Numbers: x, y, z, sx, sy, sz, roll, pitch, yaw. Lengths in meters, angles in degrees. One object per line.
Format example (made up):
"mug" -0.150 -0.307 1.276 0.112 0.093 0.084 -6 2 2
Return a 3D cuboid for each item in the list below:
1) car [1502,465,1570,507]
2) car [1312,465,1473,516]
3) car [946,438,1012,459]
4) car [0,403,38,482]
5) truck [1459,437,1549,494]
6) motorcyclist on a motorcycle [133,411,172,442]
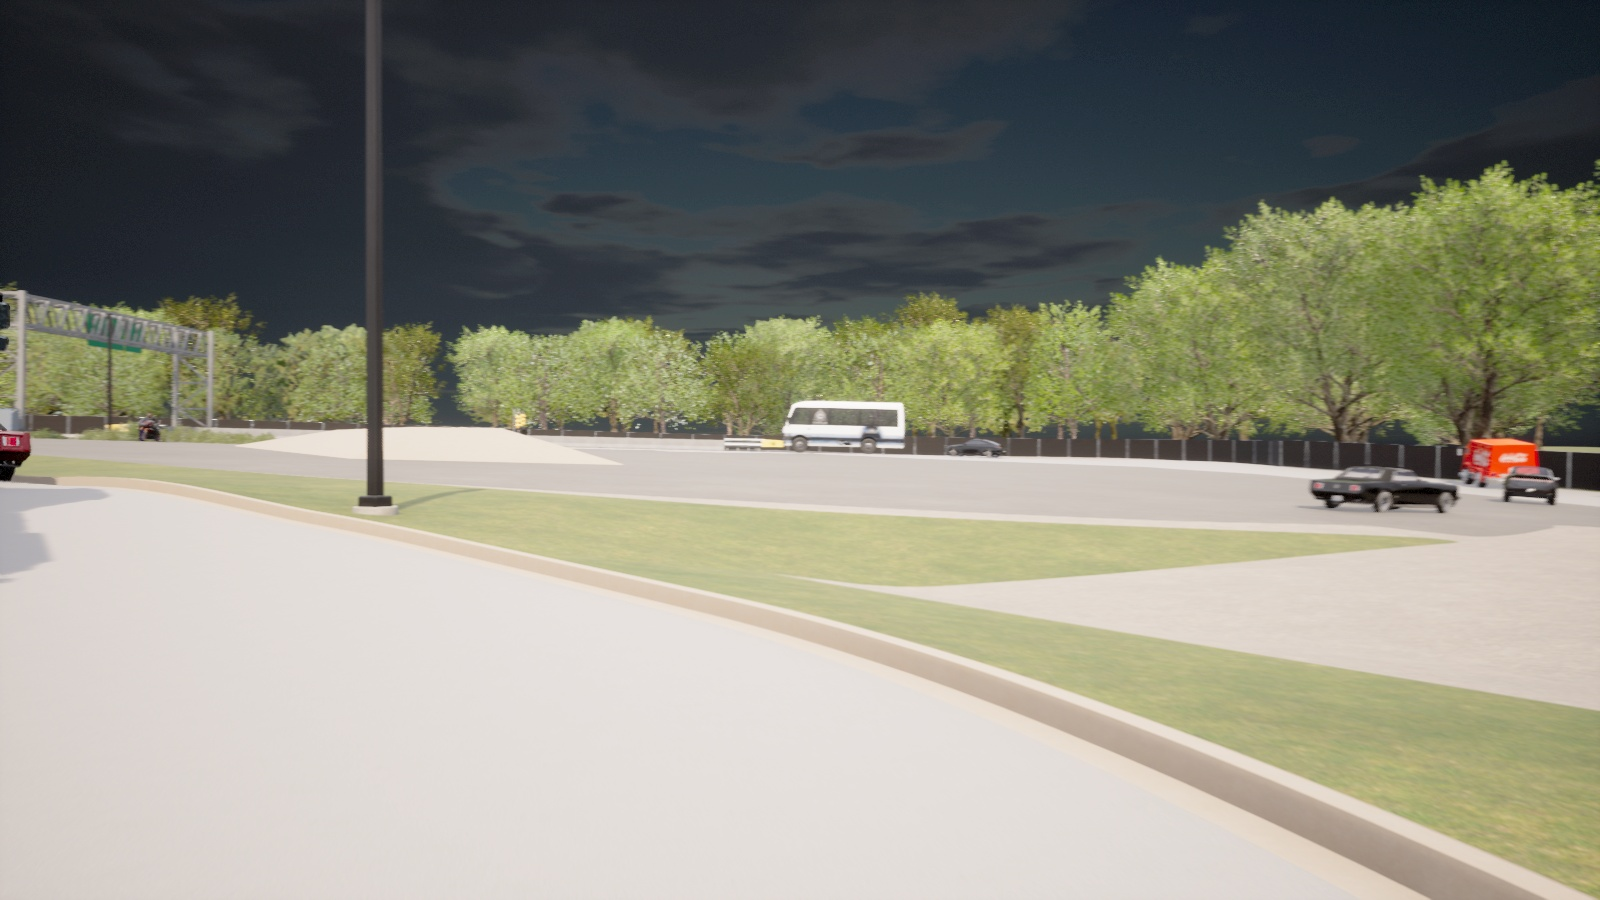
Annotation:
"car" 29.970 1.435 51.248 2.128 1.511 4.902 4 1 29
"car" 17.475 1.198 36.997 4.718 1.301 1.895 2 1 -30
"car" 13.824 -0.109 97.110 4.674 1.442 1.812 2 1 27
"car" -15.434 -0.146 22.185 4.718 1.301 1.895 -1 -4 40
"truck" 36.689 0.756 65.617 2.627 2.467 5.204 -1 4 12
"motorcyclist on a motorcycle" -33.134 -1.182 64.321 0.866 1.530 2.191 1 -1 -2
